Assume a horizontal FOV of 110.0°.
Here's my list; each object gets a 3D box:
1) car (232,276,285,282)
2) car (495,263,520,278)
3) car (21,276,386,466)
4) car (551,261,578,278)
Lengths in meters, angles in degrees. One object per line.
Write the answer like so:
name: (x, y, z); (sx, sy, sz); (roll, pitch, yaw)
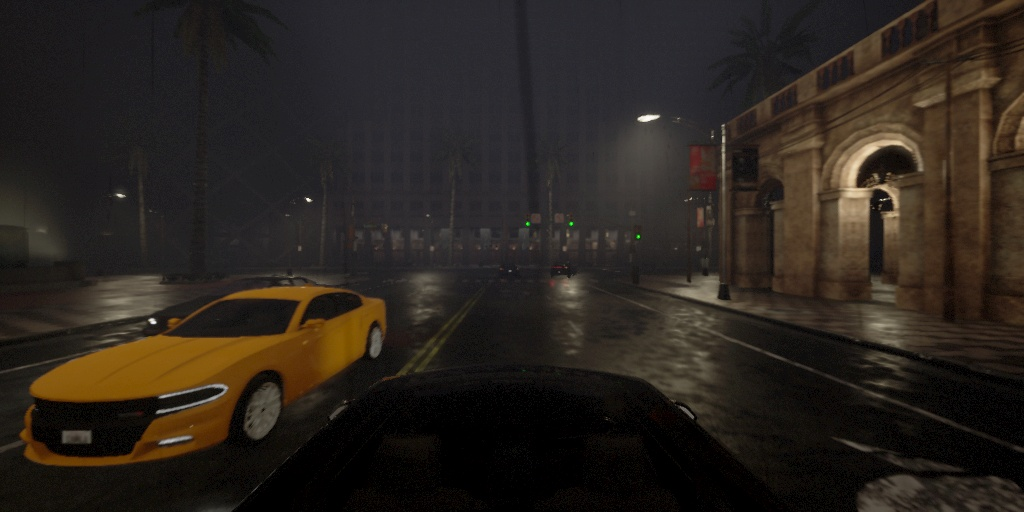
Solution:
car: (-6.996, 1.295, 10.192); (2.033, 1.411, 5.357); (0, 0, 0)
car: (-0.449, 1.314, 33.956); (1.994, 1.385, 4.181); (0, 0, -8)
car: (-3.551, 1.226, 5.441); (1.882, 1.535, 5.008); (0, 0, 1)
car: (5.065, 1.244, 34.272); (2.128, 1.511, 4.902); (0, 0, 21)
